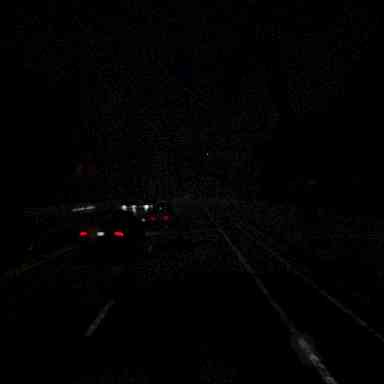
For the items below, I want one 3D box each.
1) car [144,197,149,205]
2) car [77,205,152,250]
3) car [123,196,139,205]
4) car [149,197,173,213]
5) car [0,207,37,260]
[{"bbox_3d":[-6.512,1.497,53.278,1.994,1.385,4.181,0,0,0],"label":"car"},{"bbox_3d":[-3.138,1.484,13.936,2.033,1.411,5.357,0,0,0],"label":"car"},{"bbox_3d":[-9.761,1.438,53.376,1.837,1.490,4.892,0,0,0],"label":"car"},{"bbox_3d":[-3.117,1.438,35.357,1.812,1.442,4.674,0,0,0],"label":"car"},{"bbox_3d":[-6.588,1.303,9.957,2.097,1.767,4.553,0,0,0],"label":"car"}]
